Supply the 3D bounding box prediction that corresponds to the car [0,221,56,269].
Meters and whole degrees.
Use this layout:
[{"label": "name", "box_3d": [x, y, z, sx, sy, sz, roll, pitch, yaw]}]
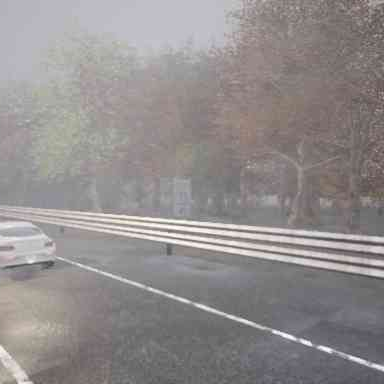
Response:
[{"label": "car", "box_3d": [-5.962, 1.646, 10.711, 1.812, 1.442, 4.674, 1, -1, -44]}]
